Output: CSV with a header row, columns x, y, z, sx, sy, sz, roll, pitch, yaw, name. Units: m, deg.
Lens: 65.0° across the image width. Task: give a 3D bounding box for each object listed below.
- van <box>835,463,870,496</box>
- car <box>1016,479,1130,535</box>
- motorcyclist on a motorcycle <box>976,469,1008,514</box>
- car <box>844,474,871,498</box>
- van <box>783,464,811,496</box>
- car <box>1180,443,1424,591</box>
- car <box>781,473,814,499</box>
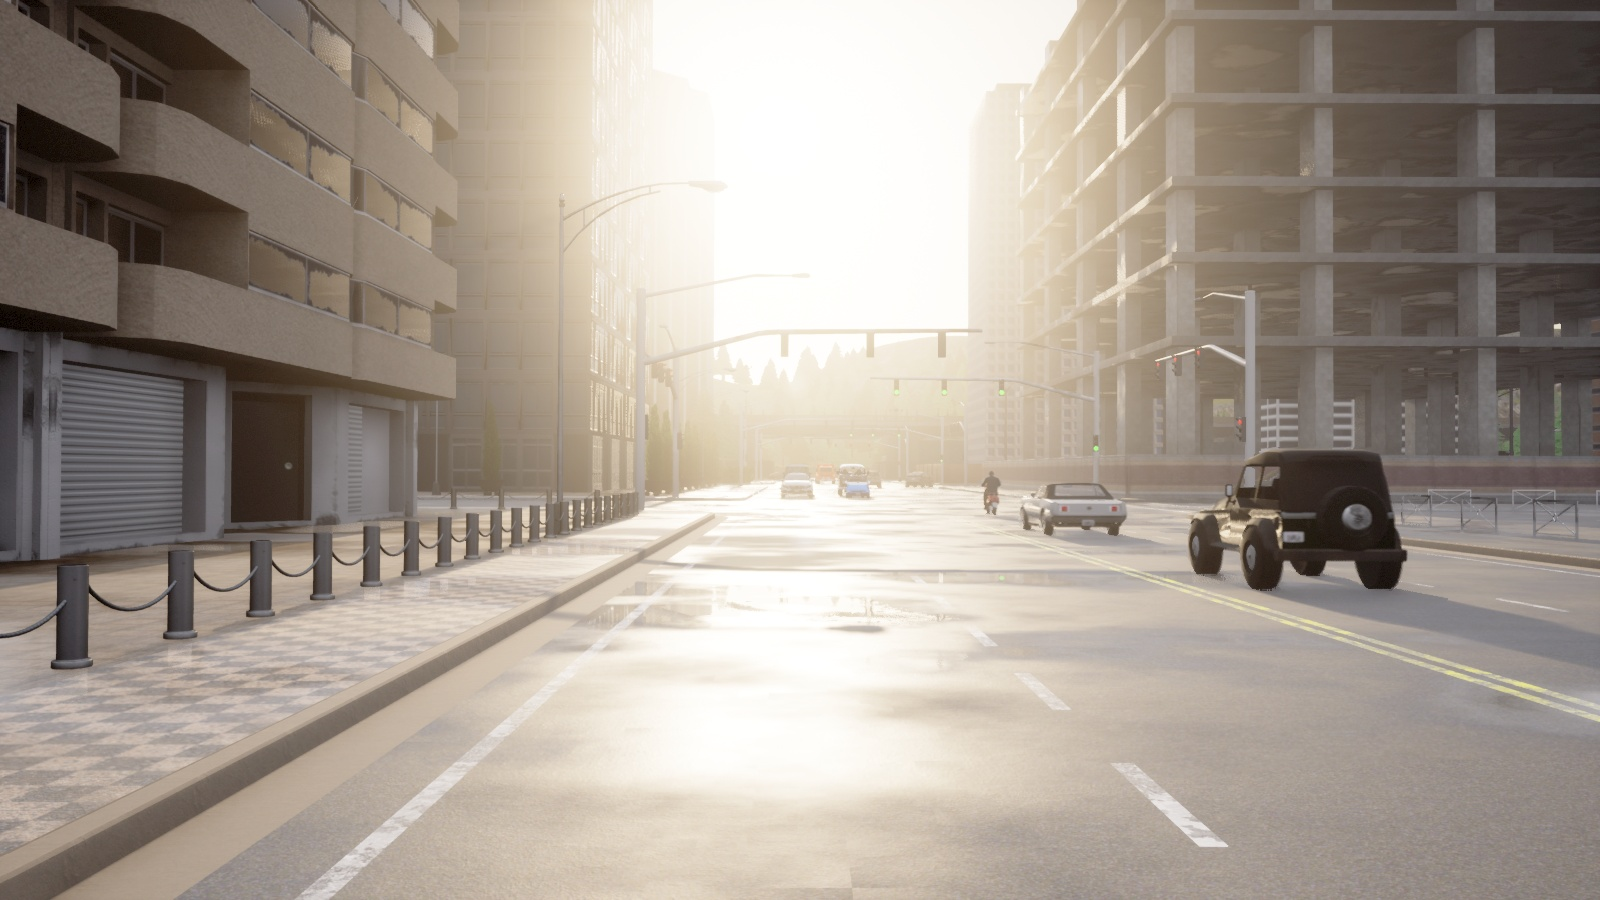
x,y,z,sx,sy,sz,roll,pitch,yaw,name
3.327,1.869,80.252,2.069,2.038,4.480,0,-1,0,van
6.931,1.430,32.410,1.895,1.301,4.718,0,-1,0,car
6.903,1.478,45.311,0.866,1.590,1.817,0,0,0,motorcyclist on a motorcycle
3.344,2.079,73.022,1.481,1.376,2.207,0,-1,0,car
-0.176,1.937,81.760,1.775,1.987,4.442,0,-1,0,van
6.961,0.882,17.882,1.905,1.878,3.866,0,-1,0,car
-0.156,2.061,72.813,1.812,1.442,4.674,0,-1,0,car
